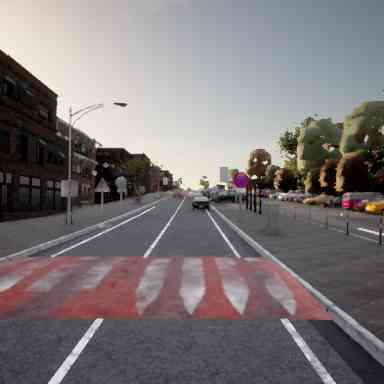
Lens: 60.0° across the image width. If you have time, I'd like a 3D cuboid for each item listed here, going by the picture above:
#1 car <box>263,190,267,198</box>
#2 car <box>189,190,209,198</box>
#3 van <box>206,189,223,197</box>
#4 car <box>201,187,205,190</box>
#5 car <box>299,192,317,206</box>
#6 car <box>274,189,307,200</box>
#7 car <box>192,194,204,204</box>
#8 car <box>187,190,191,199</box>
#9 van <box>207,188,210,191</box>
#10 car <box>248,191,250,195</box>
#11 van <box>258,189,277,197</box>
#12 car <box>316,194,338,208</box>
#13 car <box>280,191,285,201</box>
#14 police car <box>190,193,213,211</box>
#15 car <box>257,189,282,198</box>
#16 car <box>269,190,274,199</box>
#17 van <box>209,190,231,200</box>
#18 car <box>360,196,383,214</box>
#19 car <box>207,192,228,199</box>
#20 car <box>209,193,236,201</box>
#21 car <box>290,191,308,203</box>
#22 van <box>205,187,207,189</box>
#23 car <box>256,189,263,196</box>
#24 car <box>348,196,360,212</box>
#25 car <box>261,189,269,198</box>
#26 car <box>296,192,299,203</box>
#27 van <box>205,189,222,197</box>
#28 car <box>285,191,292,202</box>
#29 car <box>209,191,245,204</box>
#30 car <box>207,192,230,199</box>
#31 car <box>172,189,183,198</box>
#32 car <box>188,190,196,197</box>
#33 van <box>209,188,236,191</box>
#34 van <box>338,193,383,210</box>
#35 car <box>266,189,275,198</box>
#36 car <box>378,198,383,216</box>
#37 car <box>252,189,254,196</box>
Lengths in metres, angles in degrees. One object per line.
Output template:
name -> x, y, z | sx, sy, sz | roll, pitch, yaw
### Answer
car -> 18.757, 0.783, 72.504 | 4.792, 1.488, 2.163 | 0, 1, 0
car -> 0.974, 1.005, 47.454 | 2.097, 1.767, 4.553 | 0, 1, 0
van -> 5.806, 0.243, 85.829 | 4.442, 1.987, 1.878 | 0, 1, 0
car -> 5.665, 0.282, 83.024 | 5.566, 2.045, 2.435 | 0, 1, 0
car -> 18.635, 1.136, 47.527 | 5.366, 1.575, 1.946 | 0, 1, 0
car -> 18.773, 0.681, 61.400 | 5.566, 2.045, 2.435 | 0, 1, 0
car -> 0.974, 1.074, 53.493 | 1.837, 1.490, 4.892 | 0, 1, 0
car -> -0.001, 0.720, 73.096 | 1.812, 1.442, 4.674 | 0, 1, 0
van -> 5.599, 0.632, 66.205 | 4.442, 1.987, 1.878 | 0, 1, 0
car -> 18.793, 0.143, 89.157 | 5.566, 2.045, 2.435 | 0, 1, 0
van -> 18.888, 0.295, 83.608 | 4.442, 1.987, 1.878 | 0, 1, 0
car -> 18.800, 1.252, 41.977 | 4.792, 1.488, 2.163 | 0, 1, 0
car -> 18.811, 0.973, 58.629 | 5.008, 1.535, 2.097 | 0, 1, 0
police car -> 0.975, 1.226, 37.583 | 1.930, 1.638, 5.238 | 0, 1, 0
car -> 18.804, 0.333, 80.832 | 5.566, 2.045, 2.435 | 0, 1, 0
car -> 18.789, 0.846, 66.956 | 5.008, 1.535, 2.097 | 0, 1, 0
van -> 5.829, 0.585, 69.007 | 4.442, 1.987, 1.878 | 0, 1, 0
car -> 18.839, 1.388, 30.875 | 5.008, 1.535, 2.097 | 0, 1, 0
car -> 5.702, 0.751, 74.621 | 4.674, 1.452, 2.002 | 0, 1, 0
car -> 5.714, 0.901, 63.402 | 5.008, 1.535, 2.097 | 0, 1, 0
car -> 18.820, 1.057, 53.077 | 4.892, 1.521, 2.231 | 0, 1, 0
van -> 5.813, 0.371, 80.225 | 4.442, 1.987, 1.878 | 0, 1, 0
car -> 18.751, 0.391, 78.056 | 5.566, 2.045, 2.435 | 0, 1, 0
car -> 18.837, 1.387, 33.653 | 4.674, 1.452, 2.002 | 0, 1, 0
car -> 18.812, 0.728, 75.287 | 4.792, 1.488, 2.163 | 0, 1, 0
car -> 18.846, 1.127, 50.303 | 4.792, 1.488, 2.163 | 0, 1, 0
van -> 5.802, 0.179, 88.631 | 4.442, 1.987, 1.878 | 0, 1, 0
car -> 18.815, 1.015, 55.853 | 5.008, 1.535, 2.097 | 0, 1, 0
car -> 5.546, 1.024, 54.993 | 5.366, 1.575, 1.946 | 0, 1, 0
car -> 5.737, 0.794, 71.813 | 4.792, 1.488, 2.163 | 0, 1, 0
car -> -3.251, 0.362, 75.878 | 2.150, 2.045, 5.566 | 0, 1, 0
car -> -0.001, 0.255, 88.081 | 2.097, 1.767, 4.553 | 0, 1, 0
van -> 5.840, 0.717, 60.596 | 4.442, 1.987, 1.878 | 0, 1, 0
van -> 18.953, 1.079, 36.423 | 4.442, 1.987, 1.878 | 0, 1, 0
car -> 18.975, 0.797, 69.733 | 5.366, 1.575, 1.946 | 0, 1, 0
car -> 18.846, 1.471, 28.101 | 4.674, 1.452, 2.002 | 0, 1, 0
car -> 18.954, 0.454, 86.387 | 5.366, 1.575, 1.946 | 0, 1, 0
